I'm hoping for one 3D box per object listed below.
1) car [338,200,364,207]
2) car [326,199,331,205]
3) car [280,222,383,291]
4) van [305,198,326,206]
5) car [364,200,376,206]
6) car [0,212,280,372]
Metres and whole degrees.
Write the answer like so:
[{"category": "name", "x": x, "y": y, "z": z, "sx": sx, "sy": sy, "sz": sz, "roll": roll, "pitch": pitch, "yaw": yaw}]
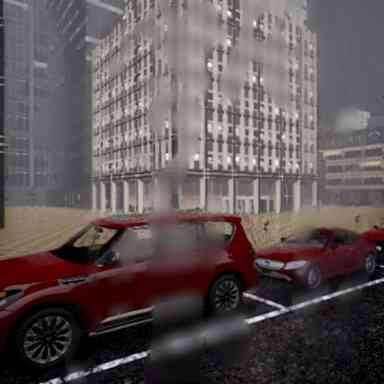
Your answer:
[{"category": "car", "x": 33.471, "y": 2.485, "z": 70.879, "sx": 1.887, "sy": 1.381, "sz": 4.507, "roll": -1, "pitch": 0, "yaw": -36}, {"category": "car", "x": 33.331, "y": 2.538, "z": 85.441, "sx": 1.967, "sy": 1.590, "sz": 4.097, "roll": -1, "pitch": 0, "yaw": -36}, {"category": "car", "x": 3.464, "y": 1.622, "z": 9.065, "sx": 4.206, "sy": 1.307, "sz": 1.802, "roll": 0, "pitch": -1, "yaw": -36}, {"category": "van", "x": 28.527, "y": 2.405, "z": 77.748, "sx": 1.690, "sy": 1.788, "sz": 3.998, "roll": -1, "pitch": 0, "yaw": -36}, {"category": "car", "x": 39.956, "y": 2.517, "z": 76.486, "sx": 1.802, "sy": 1.307, "sz": 4.206, "roll": -1, "pitch": 0, "yaw": -36}, {"category": "car", "x": -1.025, "y": 1.327, "z": 5.843, "sx": 5.009, "sy": 1.841, "sz": 2.192, "roll": 0, "pitch": -1, "yaw": -36}]
